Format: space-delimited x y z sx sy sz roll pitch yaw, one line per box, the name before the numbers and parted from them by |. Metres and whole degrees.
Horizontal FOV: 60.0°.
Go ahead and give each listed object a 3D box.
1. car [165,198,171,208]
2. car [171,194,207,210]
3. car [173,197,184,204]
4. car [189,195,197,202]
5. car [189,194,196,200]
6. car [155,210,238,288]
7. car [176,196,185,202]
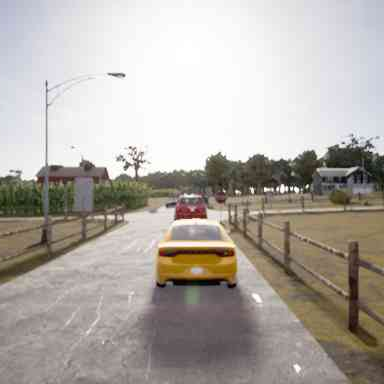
car | -2.765 1.618 48.958 1.994 1.385 4.181 0 0 1
car | -0.216 1.266 24.593 2.150 2.045 5.566 0 0 -5
car | -2.654 1.659 66.201 1.895 1.301 4.718 0 0 1
car | 0.137 1.555 79.976 1.837 1.490 4.892 0 0 0
car | 0.158 1.377 90.406 1.882 1.535 5.008 0 0 0
car | 0.113 1.500 9.389 1.882 1.535 5.008 0 0 0
car | -2.620 1.657 76.467 1.895 1.301 4.718 0 0 0
